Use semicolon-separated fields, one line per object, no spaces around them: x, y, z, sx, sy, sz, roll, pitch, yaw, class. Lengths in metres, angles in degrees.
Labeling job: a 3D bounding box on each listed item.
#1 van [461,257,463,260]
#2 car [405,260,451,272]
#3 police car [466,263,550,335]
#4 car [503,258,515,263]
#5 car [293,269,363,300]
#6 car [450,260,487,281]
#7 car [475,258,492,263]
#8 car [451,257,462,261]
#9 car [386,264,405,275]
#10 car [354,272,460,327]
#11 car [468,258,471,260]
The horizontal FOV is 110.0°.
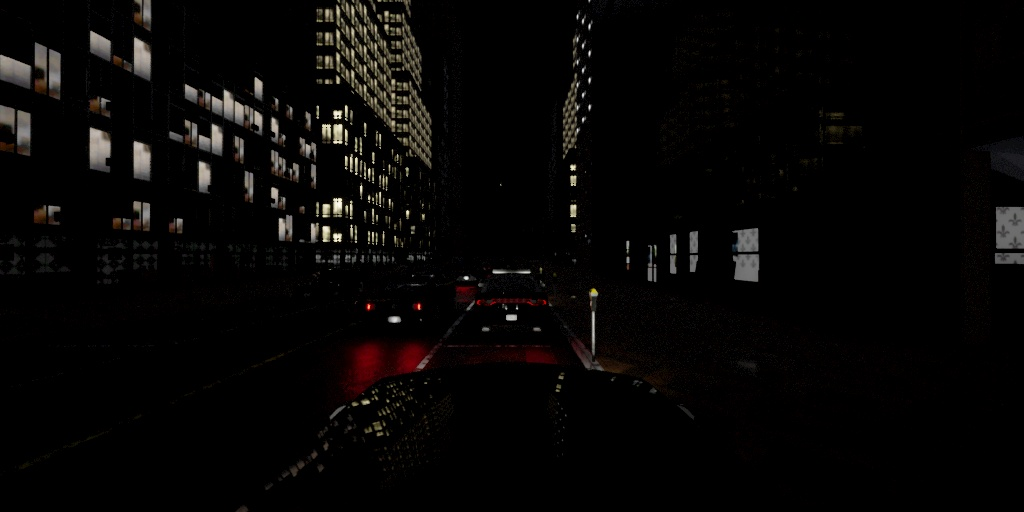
-8.836;1.064;57.496;1.690;1.789;3.998;0;0;0;van
-6.246;1.291;27.584;2.033;1.411;5.357;0;0;0;car
-0.012;1.174;10.609;1.930;1.638;5.238;0;0;0;police car
-0.455;1.298;46.099;1.948;1.339;4.313;0;0;0;car
-8.836;1.313;17.650;1.948;1.339;4.313;0;0;0;car
-3.145;1.249;27.081;1.837;1.490;4.892;0;0;0;car
-3.058;1.260;42.435;1.812;1.442;4.674;0;0;0;car
-8.836;1.273;51.803;1.888;1.381;4.507;0;0;0;car
-8.835;1.325;29.033;1.802;1.307;4.207;0;0;0;car
-3.045;1.350;11.546;1.895;1.301;4.718;0;0;0;car
-8.836;1.300;63.188;1.802;1.307;4.207;0;0;0;car
